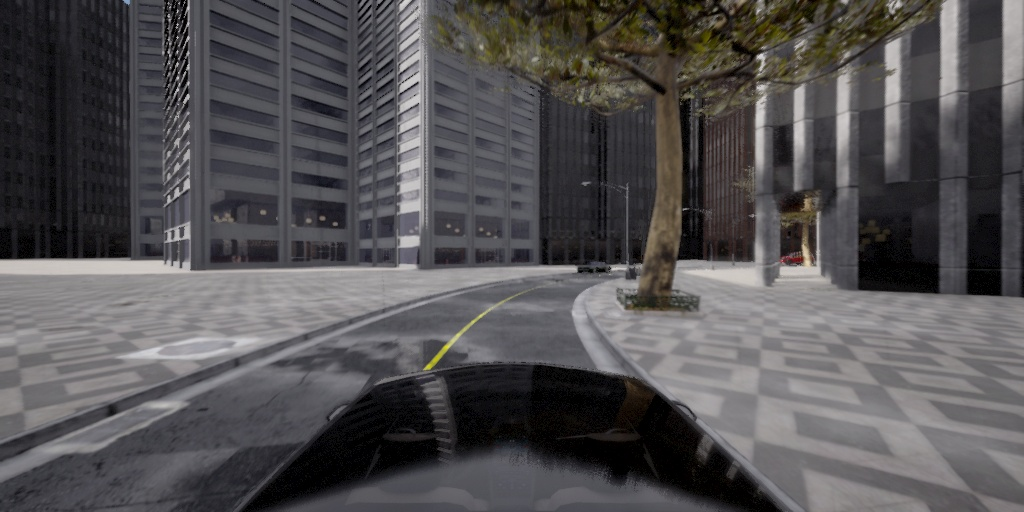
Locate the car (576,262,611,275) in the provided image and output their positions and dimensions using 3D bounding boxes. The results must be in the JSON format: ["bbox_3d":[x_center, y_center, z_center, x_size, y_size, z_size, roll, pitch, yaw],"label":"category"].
[{"bbox_3d":[8.631,1.298,37.703,1.895,1.301,4.718,0,0,40],"label":"car"}]
